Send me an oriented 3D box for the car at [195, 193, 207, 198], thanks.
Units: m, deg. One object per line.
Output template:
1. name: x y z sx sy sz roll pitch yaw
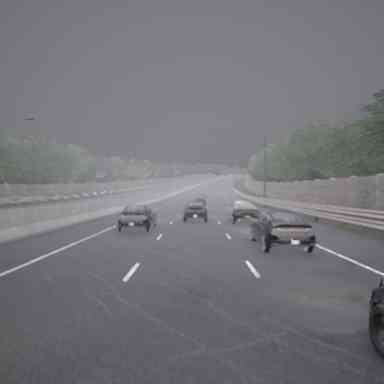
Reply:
1. car: 1.265 1.350 52.270 1.837 1.490 4.892 0 1 3

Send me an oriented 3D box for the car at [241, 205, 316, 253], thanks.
1. car: 3.577 1.524 13.866 2.128 1.511 4.902 0 0 1

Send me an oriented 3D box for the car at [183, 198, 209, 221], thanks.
1. car: 0.315 1.508 27.189 1.837 1.490 4.892 0 1 2

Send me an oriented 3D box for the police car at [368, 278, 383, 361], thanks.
1. police car: 3.499 1.520 2.975 2.038 1.542 4.974 0 0 0

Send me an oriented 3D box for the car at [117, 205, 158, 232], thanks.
1. car: -3.215 1.508 20.273 2.128 1.511 4.902 0 0 1

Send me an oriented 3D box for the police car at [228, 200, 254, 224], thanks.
1. police car: 3.760 1.440 24.865 1.930 1.638 5.238 0 0 1

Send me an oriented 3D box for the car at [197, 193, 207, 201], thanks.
1. car: 2.151 1.006 71.068 2.033 1.411 5.357 0 2 4
